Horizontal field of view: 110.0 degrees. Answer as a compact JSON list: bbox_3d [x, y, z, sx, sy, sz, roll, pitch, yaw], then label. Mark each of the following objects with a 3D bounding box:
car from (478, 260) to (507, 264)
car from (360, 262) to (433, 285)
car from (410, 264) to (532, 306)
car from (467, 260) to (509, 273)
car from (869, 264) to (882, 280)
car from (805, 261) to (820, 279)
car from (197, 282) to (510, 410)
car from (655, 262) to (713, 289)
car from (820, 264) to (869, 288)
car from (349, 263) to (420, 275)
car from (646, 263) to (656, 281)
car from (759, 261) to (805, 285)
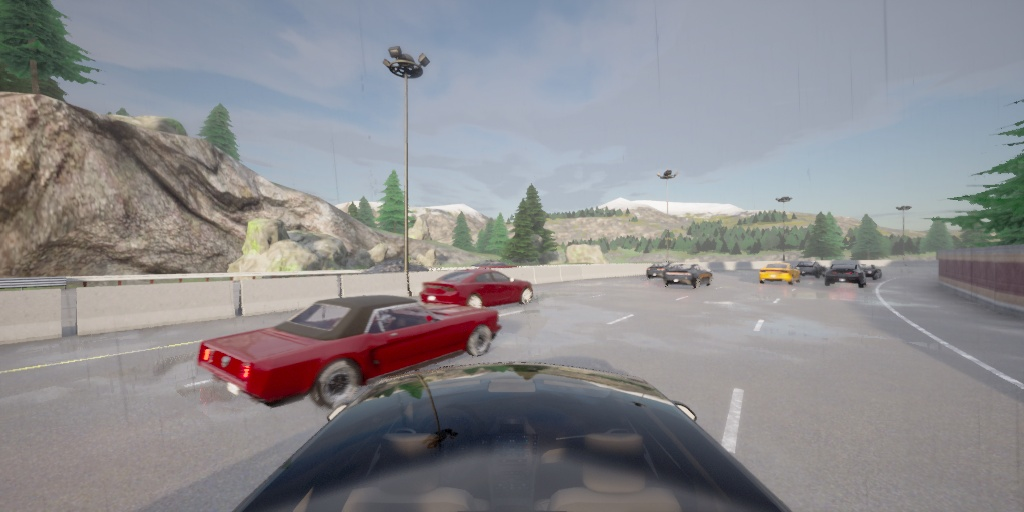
[{"bbox_3d":[-1.747,1.351,39.918,1.895,1.301,4.718,0,0,45],"label":"car"},{"bbox_3d":[-8.597,1.241,27.068,2.128,1.511,4.902,0,0,40],"label":"car"},{"bbox_3d":[-1.131,1.227,13.647,1.882,1.535,5.008,0,0,37],"label":"car"},{"bbox_3d":[-2.865,1.241,43.736,4.902,1.511,2.128,0,0,-44],"label":"car"},{"bbox_3d":[30.404,1.351,30.973,4.718,1.301,1.895,0,0,-39],"label":"car"},{"bbox_3d":[27.658,1.241,33.234,4.902,1.511,2.128,0,0,-39],"label":"car"},{"bbox_3d":[-2.211,1.350,6.285,1.895,1.301,4.718,0,0,35],"label":"car"},{"bbox_3d":[11.351,1.242,22.947,2.128,1.511,4.902,0,0,43],"label":"car"},{"bbox_3d":[22.470,1.255,24.131,4.892,1.490,1.837,0,0,-43],"label":"car"},{"bbox_3d":[-7.820,1.241,22.459,2.128,1.511,4.902,0,0,39],"label":"car"},{"bbox_3d":[12.734,1.240,29.372,4.902,1.511,2.128,0,0,-45],"label":"car"},{"bbox_3d":[19.726,1.228,26.350,5.008,1.535,1.882,0,0,-44],"label":"car"}]
